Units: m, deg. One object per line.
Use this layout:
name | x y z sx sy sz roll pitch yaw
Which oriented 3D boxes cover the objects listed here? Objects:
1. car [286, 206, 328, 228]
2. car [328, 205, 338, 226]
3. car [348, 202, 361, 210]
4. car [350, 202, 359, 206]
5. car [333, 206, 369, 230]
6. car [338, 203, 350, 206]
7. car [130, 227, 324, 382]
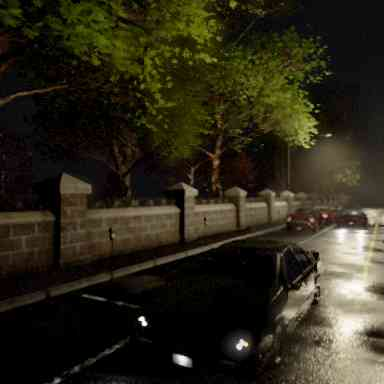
car | 7.839 1.827 22.943 1.967 1.590 4.097 0 -1 30
car | 10.649 1.916 27.820 1.967 1.590 4.097 0 -1 30
car | 30.237 2.632 61.817 1.752 1.417 4.829 -1 -1 30
car | 24.616 2.447 52.061 1.752 1.417 4.829 0 -1 30
car | 11.994 1.997 24.764 1.994 1.385 4.181 0 -1 30
car | 16.270 2.204 37.574 2.008 1.369 4.403 0 -1 30
car | 1.217 1.649 6.252 2.033 1.411 5.357 0 -1 30
